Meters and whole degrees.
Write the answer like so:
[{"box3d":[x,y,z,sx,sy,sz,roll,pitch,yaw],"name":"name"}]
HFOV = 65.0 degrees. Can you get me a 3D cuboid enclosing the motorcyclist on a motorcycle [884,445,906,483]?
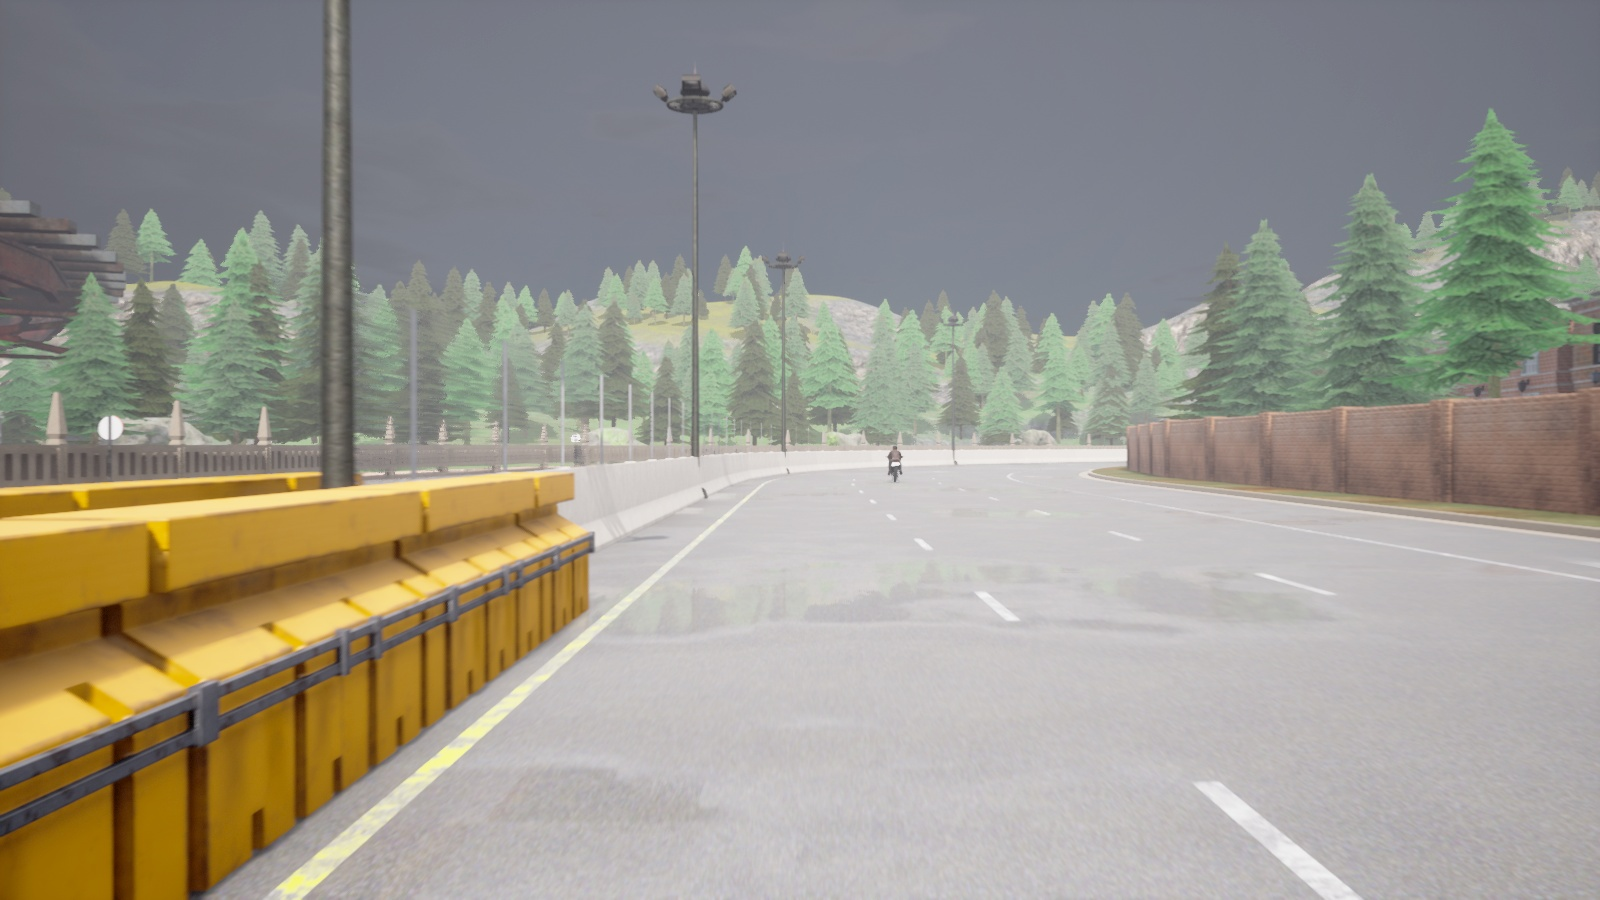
[{"box3d":[3.887,0.576,51.506,0.797,1.523,2.044,1,0,2],"name":"motorcyclist on a motorcycle"}]
